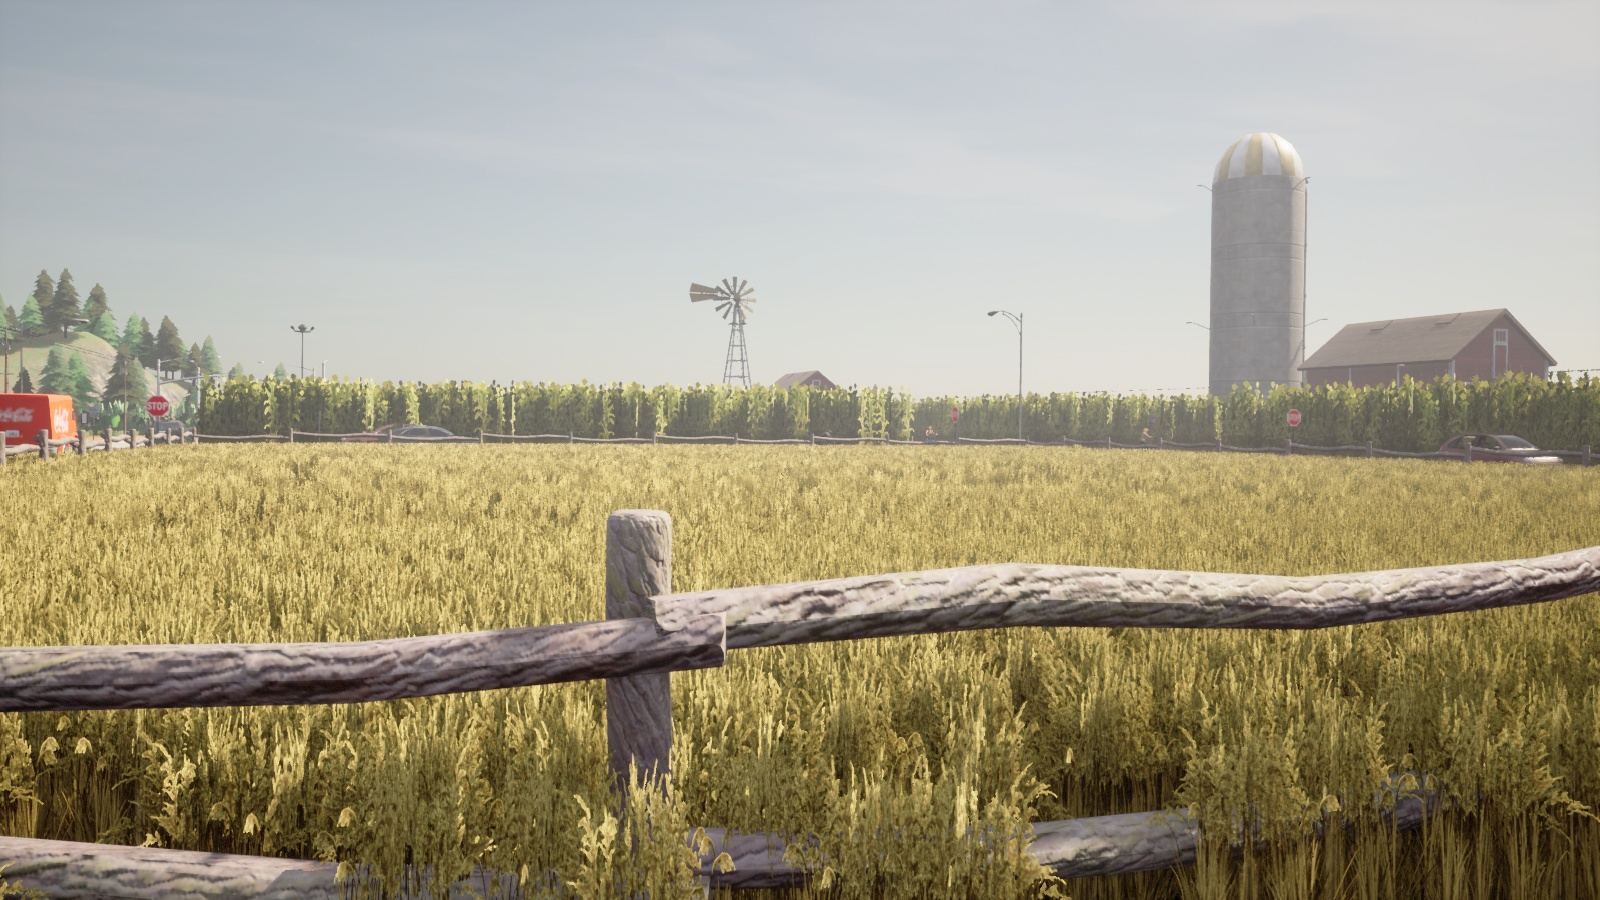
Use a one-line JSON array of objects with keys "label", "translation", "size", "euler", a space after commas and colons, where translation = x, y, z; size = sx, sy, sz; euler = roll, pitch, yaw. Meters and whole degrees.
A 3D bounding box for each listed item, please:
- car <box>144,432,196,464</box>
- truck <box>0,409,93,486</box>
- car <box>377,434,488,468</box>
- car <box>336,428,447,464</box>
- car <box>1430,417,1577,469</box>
[{"label": "car", "translation": [-36.718, -0.138, 73.247], "size": [2.097, 1.767, 4.553], "euler": [-1, 1, -19]}, {"label": "truck", "translation": [-26.349, -0.108, 43.124], "size": [2.627, 2.467, 5.204], "euler": [-1, 1, -19]}, {"label": "car", "translation": [-17.264, 0.030, 58.953], "size": [4.892, 1.490, 1.837], "euler": [-1, 1, -19]}, {"label": "car", "translation": [-19.938, -0.205, 61.306], "size": [5.027, 1.651, 2.152], "euler": [-1, 1, -19]}, {"label": "car", "translation": [22.943, -0.265, 41.113], "size": [1.851, 1.617, 3.988], "euler": [-1, 1, -19]}]
